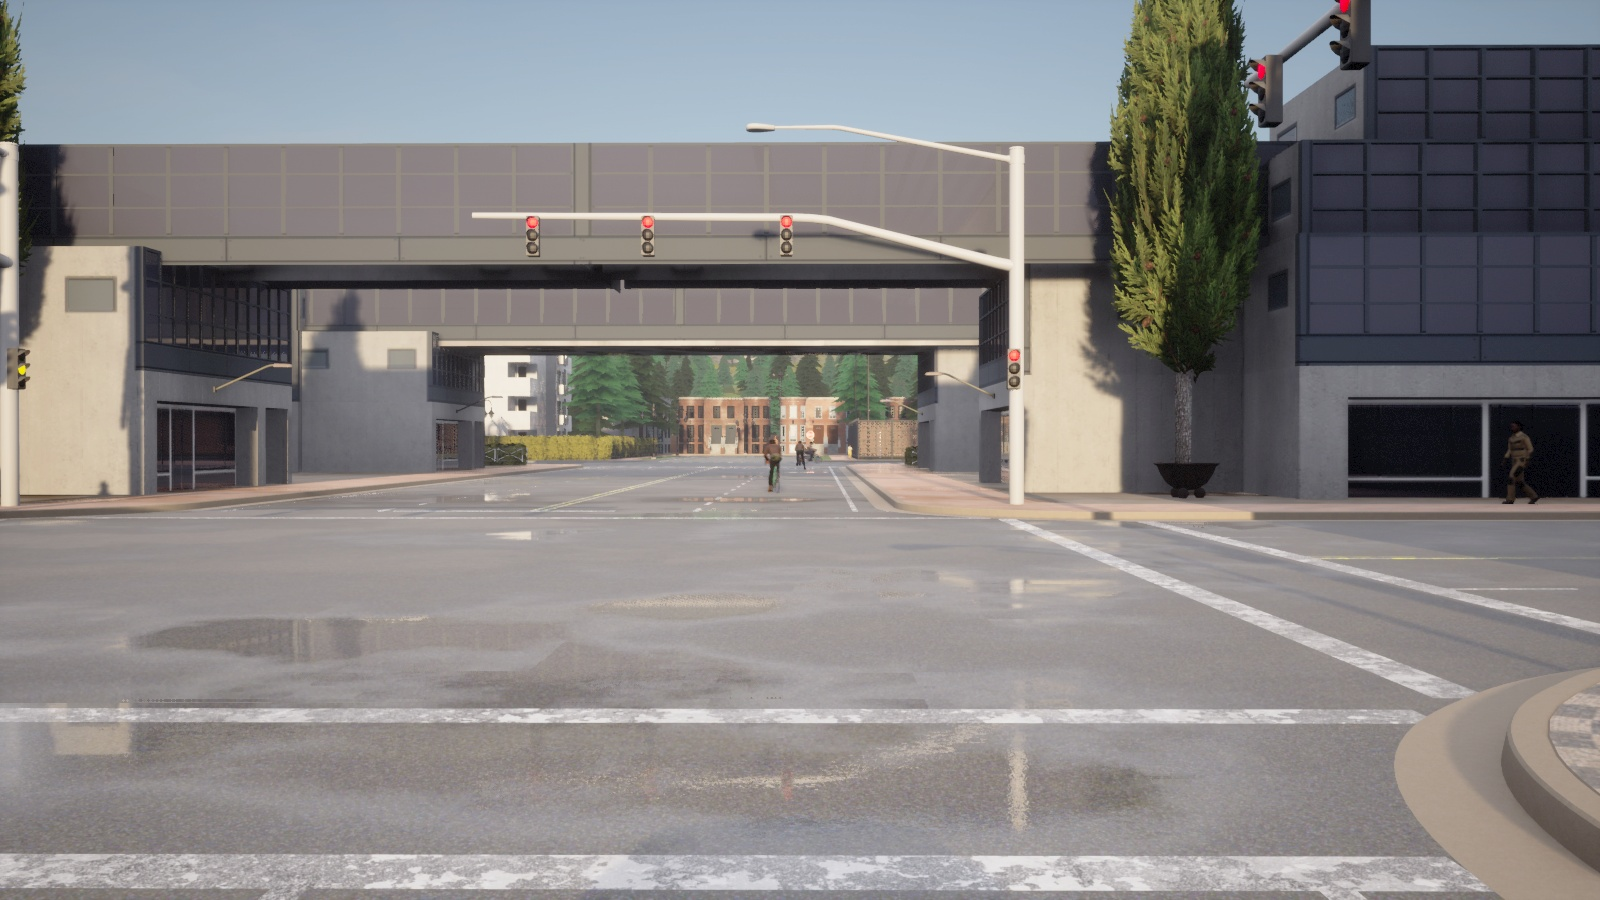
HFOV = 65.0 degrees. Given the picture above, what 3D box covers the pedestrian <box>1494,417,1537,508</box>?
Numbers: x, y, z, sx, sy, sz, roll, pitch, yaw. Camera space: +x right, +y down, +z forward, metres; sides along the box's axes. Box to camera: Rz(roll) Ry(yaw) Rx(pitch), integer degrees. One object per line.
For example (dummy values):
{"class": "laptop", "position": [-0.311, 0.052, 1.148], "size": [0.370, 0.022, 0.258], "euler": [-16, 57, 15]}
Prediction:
{"class": "pedestrian", "position": [15.208, 0.267, 26.698], "size": [0.692, 1.930, 0.396], "euler": [0, 0, -2]}
